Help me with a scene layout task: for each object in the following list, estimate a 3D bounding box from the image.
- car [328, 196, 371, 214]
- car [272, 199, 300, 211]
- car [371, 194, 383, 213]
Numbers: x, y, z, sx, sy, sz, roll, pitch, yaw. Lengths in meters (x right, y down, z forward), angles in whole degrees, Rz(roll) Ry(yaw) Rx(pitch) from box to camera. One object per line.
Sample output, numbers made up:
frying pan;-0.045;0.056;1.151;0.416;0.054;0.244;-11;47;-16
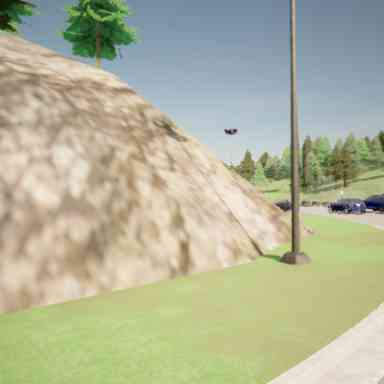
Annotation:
car;17.511;1.471;37.777;2.097;1.767;4.553;-1;0;-9
car;12.455;1.723;44.465;2.128;1.511;4.902;0;-1;-16
car;21.291;1.297;37.648;2.150;2.045;5.566;0;-1;-11
